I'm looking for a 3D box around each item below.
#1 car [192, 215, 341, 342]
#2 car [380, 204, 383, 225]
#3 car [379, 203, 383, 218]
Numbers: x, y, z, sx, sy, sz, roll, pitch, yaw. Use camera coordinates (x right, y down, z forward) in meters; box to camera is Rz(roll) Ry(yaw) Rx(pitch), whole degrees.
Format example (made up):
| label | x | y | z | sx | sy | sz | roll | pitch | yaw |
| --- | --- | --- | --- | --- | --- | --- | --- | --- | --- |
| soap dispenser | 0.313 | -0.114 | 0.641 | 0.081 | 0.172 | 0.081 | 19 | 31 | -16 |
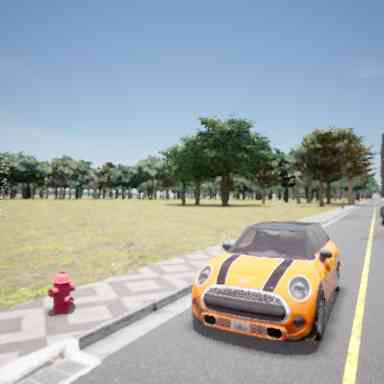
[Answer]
| label | x | y | z | sx | sy | sz | roll | pitch | yaw |
| --- | --- | --- | --- | --- | --- | --- | --- | --- | --- |
| car | 1.809 | 1.446 | 6.948 | 2.097 | 1.767 | 4.553 | 0 | -1 | 29 |
| car | 16.844 | 1.916 | 27.583 | 1.837 | 1.490 | 4.892 | 0 | -1 | 29 |
| car | 22.350 | 2.039 | 37.481 | 2.128 | 1.511 | 4.902 | 0 | -1 | 29 |
